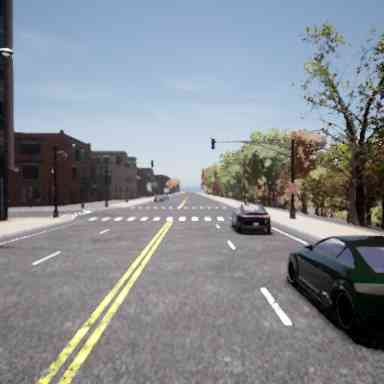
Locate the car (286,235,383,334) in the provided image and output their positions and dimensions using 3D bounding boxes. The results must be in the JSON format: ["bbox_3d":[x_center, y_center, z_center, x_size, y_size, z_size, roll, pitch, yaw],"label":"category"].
[{"bbox_3d":[3.353,1.542,6.707,1.994,1.385,4.181,0,0,0],"label":"car"}]

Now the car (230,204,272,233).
[{"bbox_3d":[3.354,1.431,19.406,2.128,1.511,4.902,0,0,2],"label":"car"}]

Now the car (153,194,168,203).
[{"bbox_3d":[-6.541,1.297,66.312,2.128,1.511,4.902,0,0,0],"label":"car"}]
